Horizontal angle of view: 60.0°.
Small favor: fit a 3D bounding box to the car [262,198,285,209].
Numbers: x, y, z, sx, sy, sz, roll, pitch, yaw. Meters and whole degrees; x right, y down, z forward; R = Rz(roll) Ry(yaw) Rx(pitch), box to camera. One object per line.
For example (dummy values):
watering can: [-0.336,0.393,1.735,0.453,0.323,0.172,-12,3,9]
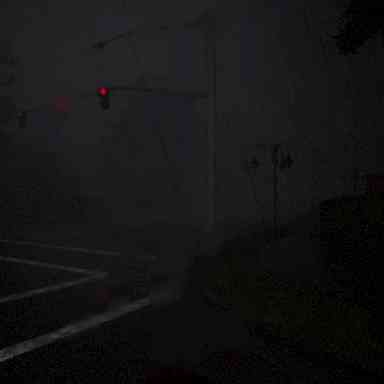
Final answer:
car: [11.076,1.571,45.220,2.128,1.511,4.902,0,0,35]
